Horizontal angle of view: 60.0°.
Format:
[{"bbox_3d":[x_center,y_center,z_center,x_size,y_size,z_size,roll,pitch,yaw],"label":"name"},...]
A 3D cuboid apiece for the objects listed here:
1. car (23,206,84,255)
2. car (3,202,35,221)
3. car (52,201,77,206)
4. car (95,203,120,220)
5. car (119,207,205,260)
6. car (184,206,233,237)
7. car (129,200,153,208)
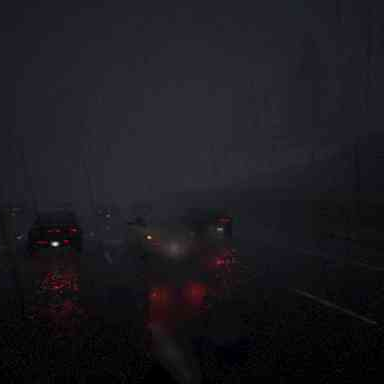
[{"bbox_3d":[-5.546,1.528,13.669,1.837,1.490,4.892,0,0,-21],"label":"car"},{"bbox_3d":[-14.449,1.560,27.930,2.128,1.511,4.902,0,0,-18],"label":"car"},{"bbox_3d":[-11.184,1.540,29.195,2.128,1.511,4.902,0,0,-18],"label":"car"},{"bbox_3d":[-7.415,1.626,28.884,1.895,1.301,4.718,0,0,-18],"label":"car"},{"bbox_3d":[-1.351,1.524,12.480,1.812,1.442,4.674,0,0,-21],"label":"car"},{"bbox_3d":[0.443,1.490,17.618,1.837,1.490,4.892,0,0,-21],"label":"car"},{"bbox_3d":[-5.112,1.486,33.218,1.882,1.535,5.008,0,0,-17],"label":"car"}]
